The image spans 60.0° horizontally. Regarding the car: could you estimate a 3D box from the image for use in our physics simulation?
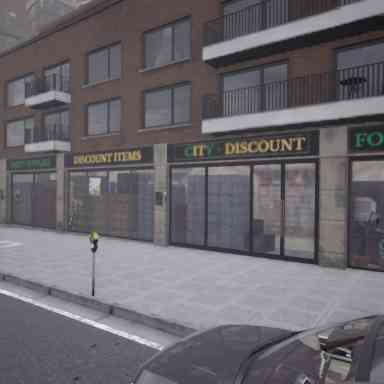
[{"bbox_3d":[1.447,1.551,2.040,4.403,1.369,2.008,0,1,35],"label":"car"}]
